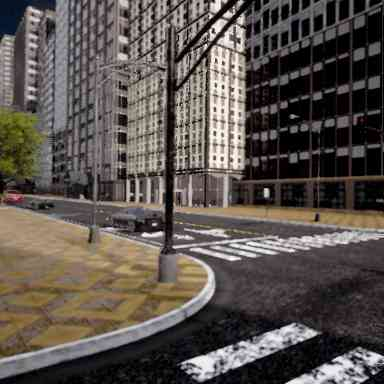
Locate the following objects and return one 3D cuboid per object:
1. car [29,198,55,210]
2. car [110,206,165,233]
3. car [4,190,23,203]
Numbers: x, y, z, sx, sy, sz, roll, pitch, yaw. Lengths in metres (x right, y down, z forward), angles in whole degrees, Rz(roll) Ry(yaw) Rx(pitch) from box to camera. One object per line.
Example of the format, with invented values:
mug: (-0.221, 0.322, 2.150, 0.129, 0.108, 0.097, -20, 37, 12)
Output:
car: (-17.115, 1.350, 37.996, 1.895, 1.301, 4.718, 1, 0, -37)
car: (-3.174, 1.523, 19.325, 1.994, 1.385, 4.181, 1, 0, -37)
car: (-29.230, 0.687, 54.239, 2.150, 2.045, 5.566, 1, 0, -37)
